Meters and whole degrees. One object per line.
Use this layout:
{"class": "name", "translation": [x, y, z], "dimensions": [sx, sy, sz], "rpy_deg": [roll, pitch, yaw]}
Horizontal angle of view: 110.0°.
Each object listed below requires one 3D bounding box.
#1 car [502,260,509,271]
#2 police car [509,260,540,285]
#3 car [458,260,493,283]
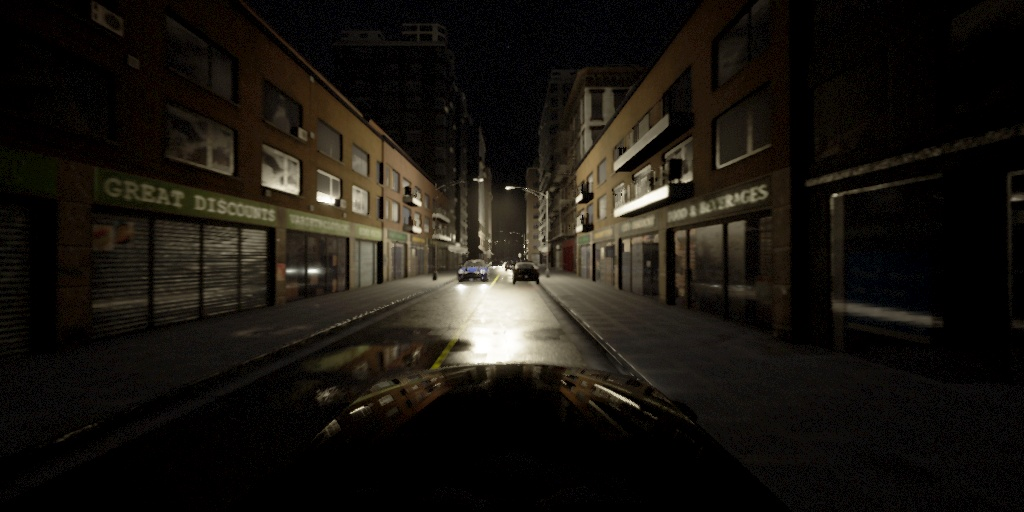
{"class": "car", "translation": [0.027, 1.349, 48.277], "dimensions": [1.895, 1.301, 4.718], "rpy_deg": [0, 0, 1]}
{"class": "police car", "translation": [0.963, 1.169, 26.533], "dimensions": [1.930, 1.638, 5.238], "rpy_deg": [0, 0, 0]}
{"class": "car", "translation": [-2.845, 1.095, 27.465], "dimensions": [2.097, 1.767, 4.553], "rpy_deg": [0, 0, 0]}
